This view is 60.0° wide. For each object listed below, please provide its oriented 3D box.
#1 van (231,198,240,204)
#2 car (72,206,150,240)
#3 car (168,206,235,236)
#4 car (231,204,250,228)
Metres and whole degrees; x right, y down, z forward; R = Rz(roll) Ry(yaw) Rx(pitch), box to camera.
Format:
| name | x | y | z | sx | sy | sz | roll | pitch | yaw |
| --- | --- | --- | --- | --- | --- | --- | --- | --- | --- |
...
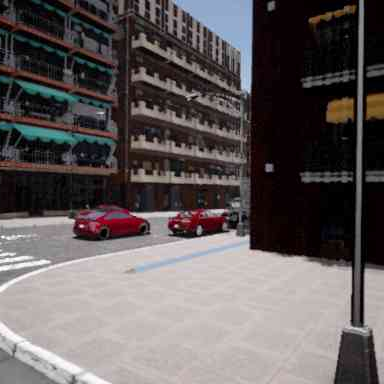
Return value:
| name | x | y | z | sx | sy | sz | roll | pitch | yaw |
| --- | --- | --- | --- | --- | --- | --- | --- | --- | --- |
| van | 6.445 | 1.666 | 42.402 | 1.690 | 1.788 | 3.998 | 0 | -1 | 35 |
| car | -4.116 | 1.615 | 17.481 | 1.994 | 1.385 | 4.181 | 1 | 0 | 35 |
| car | 0.444 | 1.685 | 19.316 | 1.887 | 1.381 | 4.507 | 0 | -1 | 35 |
| car | 3.500 | 1.776 | 23.672 | 1.947 | 1.339 | 4.313 | 0 | -1 | 35 |
